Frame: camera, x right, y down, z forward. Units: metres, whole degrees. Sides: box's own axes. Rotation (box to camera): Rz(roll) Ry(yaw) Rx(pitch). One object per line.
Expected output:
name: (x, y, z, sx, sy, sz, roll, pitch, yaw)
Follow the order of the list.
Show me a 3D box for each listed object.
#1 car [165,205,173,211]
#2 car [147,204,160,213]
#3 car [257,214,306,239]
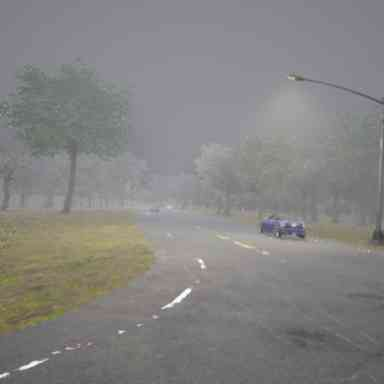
car: (-6.259, 4.390, 91.208, 1.812, 1.442, 4.674, 4, -3, -11)
car: (-6.808, 3.047, 59.910, 1.837, 1.490, 4.892, 4, -2, -6)
car: (6.651, 2.417, 25.083, 2.097, 1.767, 4.553, 4, -2, -11)
